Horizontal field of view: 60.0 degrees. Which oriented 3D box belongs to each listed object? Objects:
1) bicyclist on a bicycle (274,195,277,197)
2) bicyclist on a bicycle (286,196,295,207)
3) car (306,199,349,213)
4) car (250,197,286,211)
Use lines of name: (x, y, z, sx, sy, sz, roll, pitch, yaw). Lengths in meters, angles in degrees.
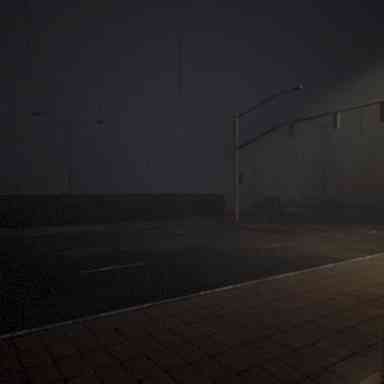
bicyclist on a bicycle: (13.599, 1.312, 54.156, 0.582, 1.620, 1.656, 0, 0, 22)
bicyclist on a bicycle: (14.564, 1.465, 49.241, 1.656, 1.620, 0.582, 0, 0, -22)
car: (15.425, 1.501, 38.083, 2.128, 1.511, 4.902, 0, 0, -33)
car: (9.263, 1.361, 41.023, 2.097, 1.767, 4.553, 0, 0, -34)
